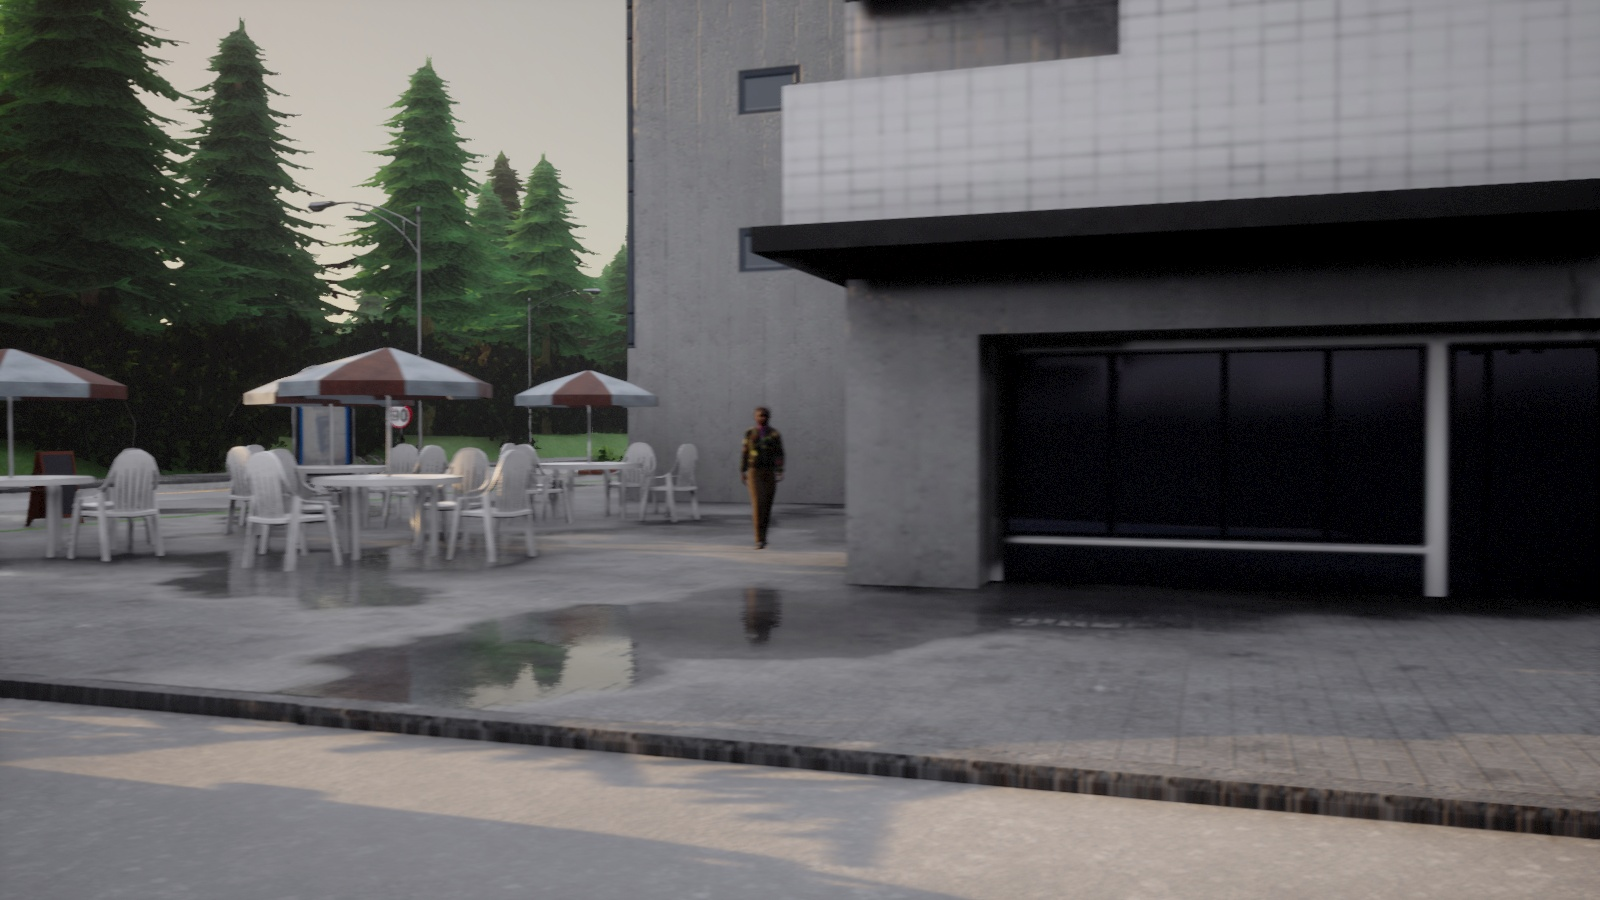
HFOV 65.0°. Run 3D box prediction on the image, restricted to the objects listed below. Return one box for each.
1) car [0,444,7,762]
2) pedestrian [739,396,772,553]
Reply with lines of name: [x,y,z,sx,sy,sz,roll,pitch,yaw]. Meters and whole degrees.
car: [-5.782,0.718,5.666,3.633,1.501,1.845,1,1,19]
pedestrian: [-0.568,0.294,15.794,0.395,1.930,0.692,0,1,-3]
